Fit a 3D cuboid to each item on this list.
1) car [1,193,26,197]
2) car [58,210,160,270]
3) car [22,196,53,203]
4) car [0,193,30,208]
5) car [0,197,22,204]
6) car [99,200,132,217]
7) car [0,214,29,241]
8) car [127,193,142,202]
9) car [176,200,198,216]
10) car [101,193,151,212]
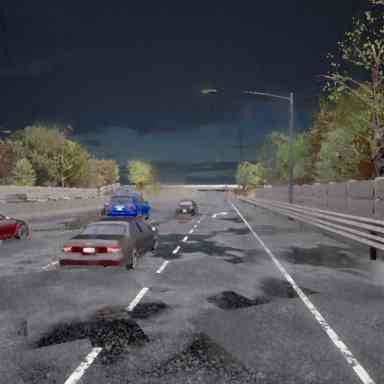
[{"bbox_3d":[-24.200,1.358,43.908,2.097,1.767,4.553,0,0,6],"label":"car"},{"bbox_3d":[-2.428,1.547,11.093,2.033,1.411,5.357,0,0,5],"label":"car"},{"bbox_3d":[-17.593,1.529,39.334,1.812,1.442,4.674,0,0,5],"label":"car"},{"bbox_3d":[-27.130,1.235,50.116,2.150,2.045,5.566,0,0,6],"label":"car"},{"bbox_3d":[-21.161,1.604,38.747,1.895,1.301,4.718,0,0,5],"label":"car"},{"bbox_3d":[-7.453,1.527,32.768,1.812,1.442,4.674,0,0,5],"label":"car"},{"bbox_3d":[-9.126,1.563,14.644,1.994,1.385,4.181,0,0,5],"label":"car"},{"bbox_3d":[-13.775,1.244,79.612,2.150,2.045,5.566,0,0,5],"label":"car"},{"bbox_3d":[-0.456,1.527,32.425,1.812,1.442,4.674,0,0,5],"label":"car"},{"bbox_3d":[-4.644,1.224,25.118,2.150,2.045,5.566,0,0,5],"label":"car"}]
